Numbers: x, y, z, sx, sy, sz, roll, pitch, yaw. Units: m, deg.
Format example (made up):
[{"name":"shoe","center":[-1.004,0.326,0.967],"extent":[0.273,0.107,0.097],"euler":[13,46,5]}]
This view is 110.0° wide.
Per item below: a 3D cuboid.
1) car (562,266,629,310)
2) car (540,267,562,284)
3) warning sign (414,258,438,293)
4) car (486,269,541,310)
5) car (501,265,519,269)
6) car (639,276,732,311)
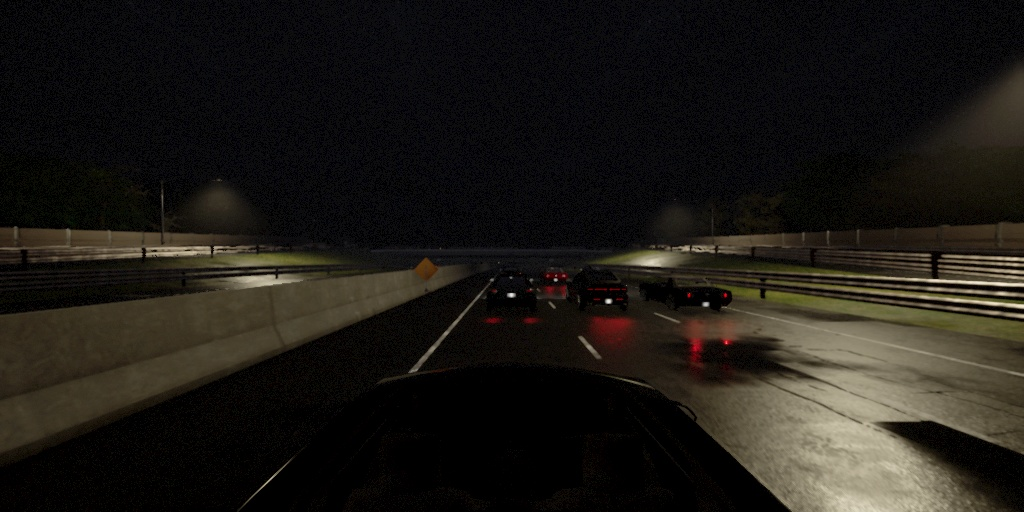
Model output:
[{"name":"car","center":[3.495,1.376,15.346],"extent":[1.837,1.490,4.892],"euler":[0,0,0]},{"name":"car","center":[3.425,1.605,30.157],"extent":[1.895,1.301,4.718],"euler":[0,-1,0]},{"name":"warning sign","center":[-4.585,1.015,19.200],"extent":[1.300,1.860,1.060],"euler":[0,0,0]},{"name":"car","center":[-0.005,1.433,15.298],"extent":[1.994,1.385,4.181],"euler":[0,0,0]},{"name":"car","center":[-0.071,1.536,30.759],"extent":[1.812,1.442,4.674],"euler":[0,0,0]},{"name":"car","center":[6.993,1.469,15.129],"extent":[1.895,1.301,4.718],"euler":[0,0,0]}]
